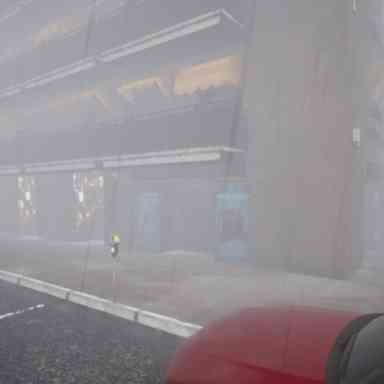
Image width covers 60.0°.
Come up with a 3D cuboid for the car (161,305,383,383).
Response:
[{"bbox_3d":[2.031,1.315,1.424,5.009,1.841,2.192,0,0,36],"label":"car"}]
